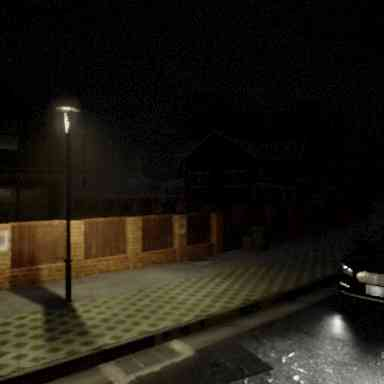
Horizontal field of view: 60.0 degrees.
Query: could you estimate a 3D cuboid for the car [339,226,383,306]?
[{"bbox_3d":[5.083,1.495,7.575,4.902,1.511,2.128,0,0,-43],"label":"car"}]
